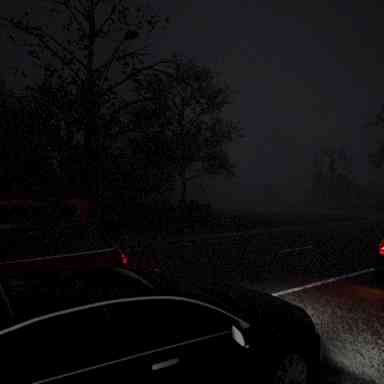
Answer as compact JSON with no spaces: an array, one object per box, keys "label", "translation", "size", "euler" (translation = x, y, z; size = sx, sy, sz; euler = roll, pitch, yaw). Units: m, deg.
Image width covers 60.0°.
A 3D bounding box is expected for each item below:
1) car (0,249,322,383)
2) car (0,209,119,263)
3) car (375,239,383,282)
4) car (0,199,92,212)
[{"label":"car","translation":[-0.737,1.505,3.185],"size":[4.892,1.490,1.837],"euler":[0,0,-35]},{"label":"car","translation":[-3.420,1.352,5.830],"size":[4.553,1.767,2.097],"euler":[0,0,-35]},{"label":"car","translation":[6.660,1.356,8.369],"size":[4.553,1.767,2.097],"euler":[0,0,-35]},{"label":"car","translation":[-5.241,1.222,8.837],"size":[5.566,2.045,2.150],"euler":[0,0,-35]}]
